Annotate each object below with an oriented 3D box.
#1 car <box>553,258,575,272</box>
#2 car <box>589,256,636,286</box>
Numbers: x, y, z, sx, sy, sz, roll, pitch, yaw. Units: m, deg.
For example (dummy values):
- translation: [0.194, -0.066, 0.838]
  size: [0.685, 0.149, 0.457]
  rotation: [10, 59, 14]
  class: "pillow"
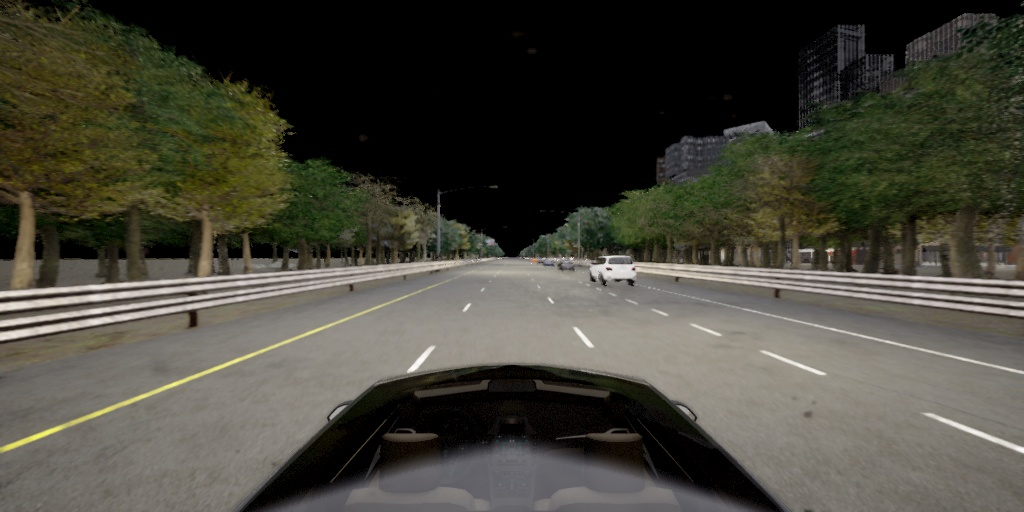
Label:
- translation: [7.054, 1.287, 47.354]
  size: [2.128, 1.511, 4.902]
  rotation: [0, 0, 0]
  class: "car"
- translation: [7.007, 0.991, 25.466]
  size: [2.150, 2.045, 5.566]
  rotation: [0, 0, 0]
  class: "car"
